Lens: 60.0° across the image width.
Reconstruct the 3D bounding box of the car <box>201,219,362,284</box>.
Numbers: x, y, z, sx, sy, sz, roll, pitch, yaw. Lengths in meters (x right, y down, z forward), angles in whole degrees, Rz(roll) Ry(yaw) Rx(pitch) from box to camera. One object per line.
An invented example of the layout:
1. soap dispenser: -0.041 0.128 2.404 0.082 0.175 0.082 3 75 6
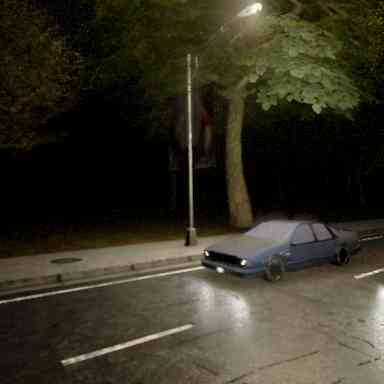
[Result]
1. car: 2.853 1.520 9.738 5.357 1.411 2.033 0 0 -36
